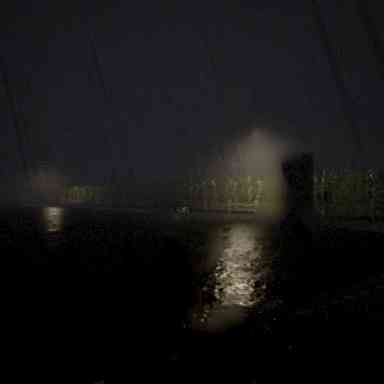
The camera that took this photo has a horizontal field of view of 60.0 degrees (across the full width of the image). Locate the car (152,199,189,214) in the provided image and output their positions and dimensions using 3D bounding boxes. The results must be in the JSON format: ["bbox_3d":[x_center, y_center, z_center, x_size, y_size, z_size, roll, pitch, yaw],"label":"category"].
[{"bbox_3d":[-2.377,1.550,35.873,1.837,1.490,4.892,1,0,-42],"label":"car"}]
